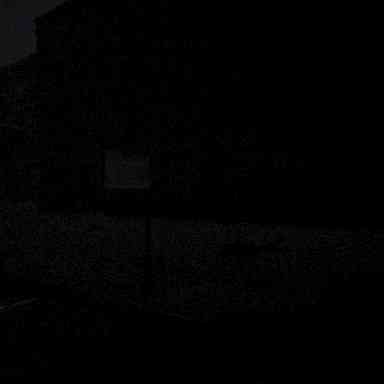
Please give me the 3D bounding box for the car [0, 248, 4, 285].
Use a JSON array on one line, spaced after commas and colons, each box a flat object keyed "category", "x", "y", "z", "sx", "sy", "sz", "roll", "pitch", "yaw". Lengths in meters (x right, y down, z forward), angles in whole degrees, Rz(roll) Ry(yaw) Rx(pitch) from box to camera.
[{"category": "car", "x": -6.328, "y": 1.484, "z": 7.616, "sx": 5.008, "sy": 1.535, "sz": 2.097, "roll": 0, "pitch": 0, "yaw": 34}]
